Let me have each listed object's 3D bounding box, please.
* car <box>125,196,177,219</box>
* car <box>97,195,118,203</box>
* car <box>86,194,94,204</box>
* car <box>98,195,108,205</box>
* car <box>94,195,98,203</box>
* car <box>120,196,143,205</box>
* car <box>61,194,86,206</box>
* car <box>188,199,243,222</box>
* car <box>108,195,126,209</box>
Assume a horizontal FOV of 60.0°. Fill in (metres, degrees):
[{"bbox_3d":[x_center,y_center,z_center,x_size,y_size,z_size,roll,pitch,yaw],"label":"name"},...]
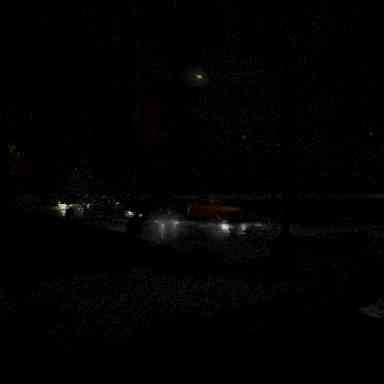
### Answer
[{"bbox_3d":[-3.020,1.224,25.912,2.128,1.511,4.902,1,0,-35],"label":"car"},{"bbox_3d":[-15.427,1.291,60.574,2.033,1.411,5.357,1,-1,-35],"label":"car"},{"bbox_3d":[-17.832,1.238,52.709,2.033,1.411,5.357,1,-1,-35],"label":"car"},{"bbox_3d":[-12.042,1.206,50.214,1.837,1.490,4.892,1,0,-34],"label":"car"},{"bbox_3d":[-18.081,1.173,58.701,2.128,1.511,4.902,1,-1,-35],"label":"car"},{"bbox_3d":[-9.635,1.325,52.459,1.994,1.385,4.181,1,0,-35],"label":"car"},{"bbox_3d":[-16.175,1.093,44.615,1.837,1.490,4.892,1,-1,-35],"label":"car"},{"bbox_3d":[1.649,1.297,24.930,1.882,1.535,5.008,1,0,-35],"label":"car"},{"bbox_3d":[-7.333,1.204,37.668,2.128,1.511,4.902,1,0,-35],"label":"car"}]
